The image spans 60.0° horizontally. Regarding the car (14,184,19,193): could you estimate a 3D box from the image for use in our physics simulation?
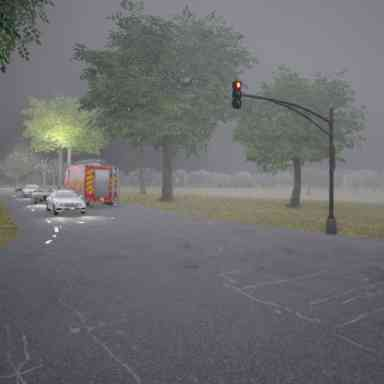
[{"bbox_3d":[-26.358,-0.603,51.439,2.033,1.411,5.357,0,2,-31],"label":"car"}]

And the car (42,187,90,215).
[{"bbox_3d":[-8.363,0.615,21.864,1.812,1.442,4.674,0,2,-31],"label":"car"}]

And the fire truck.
[{"bbox_3d":[-9.426,-0.869,30.514,2.891,3.827,8.468,0,2,-31],"label":"fire truck"}]

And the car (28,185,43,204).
[{"bbox_3d":[-13.022,0.309,29.494,1.994,1.385,4.181,0,2,-31],"label":"car"}]

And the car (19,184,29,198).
[{"bbox_3d":[-18.277,-0.106,38.067,1.812,1.442,4.674,0,2,-31],"label":"car"}]
